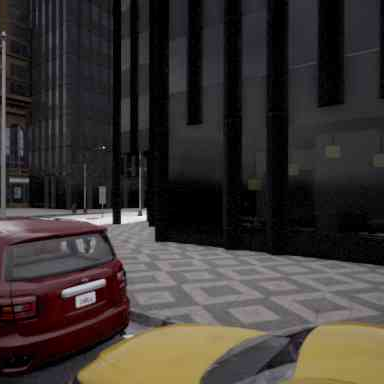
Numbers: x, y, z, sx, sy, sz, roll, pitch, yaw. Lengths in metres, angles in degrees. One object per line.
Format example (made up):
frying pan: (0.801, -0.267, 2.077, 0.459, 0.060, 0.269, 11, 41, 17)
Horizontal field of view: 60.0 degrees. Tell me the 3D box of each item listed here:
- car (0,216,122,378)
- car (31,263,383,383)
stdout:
car: (-3.164, 1.320, 5.212, 5.009, 1.841, 2.192, 0, 0, 35)
car: (1.116, 1.526, 2.163, 4.829, 1.417, 1.752, 0, 0, 35)
